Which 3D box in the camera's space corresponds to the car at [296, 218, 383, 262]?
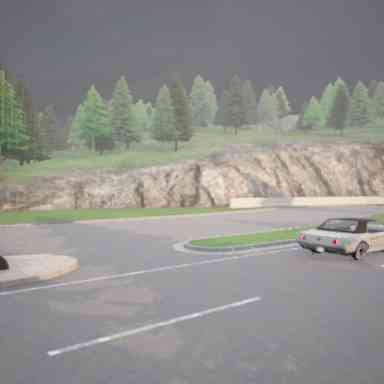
[{"bbox_3d":[6.069,1.587,12.069,4.718,1.301,1.895,0,0,-33],"label":"car"}]
